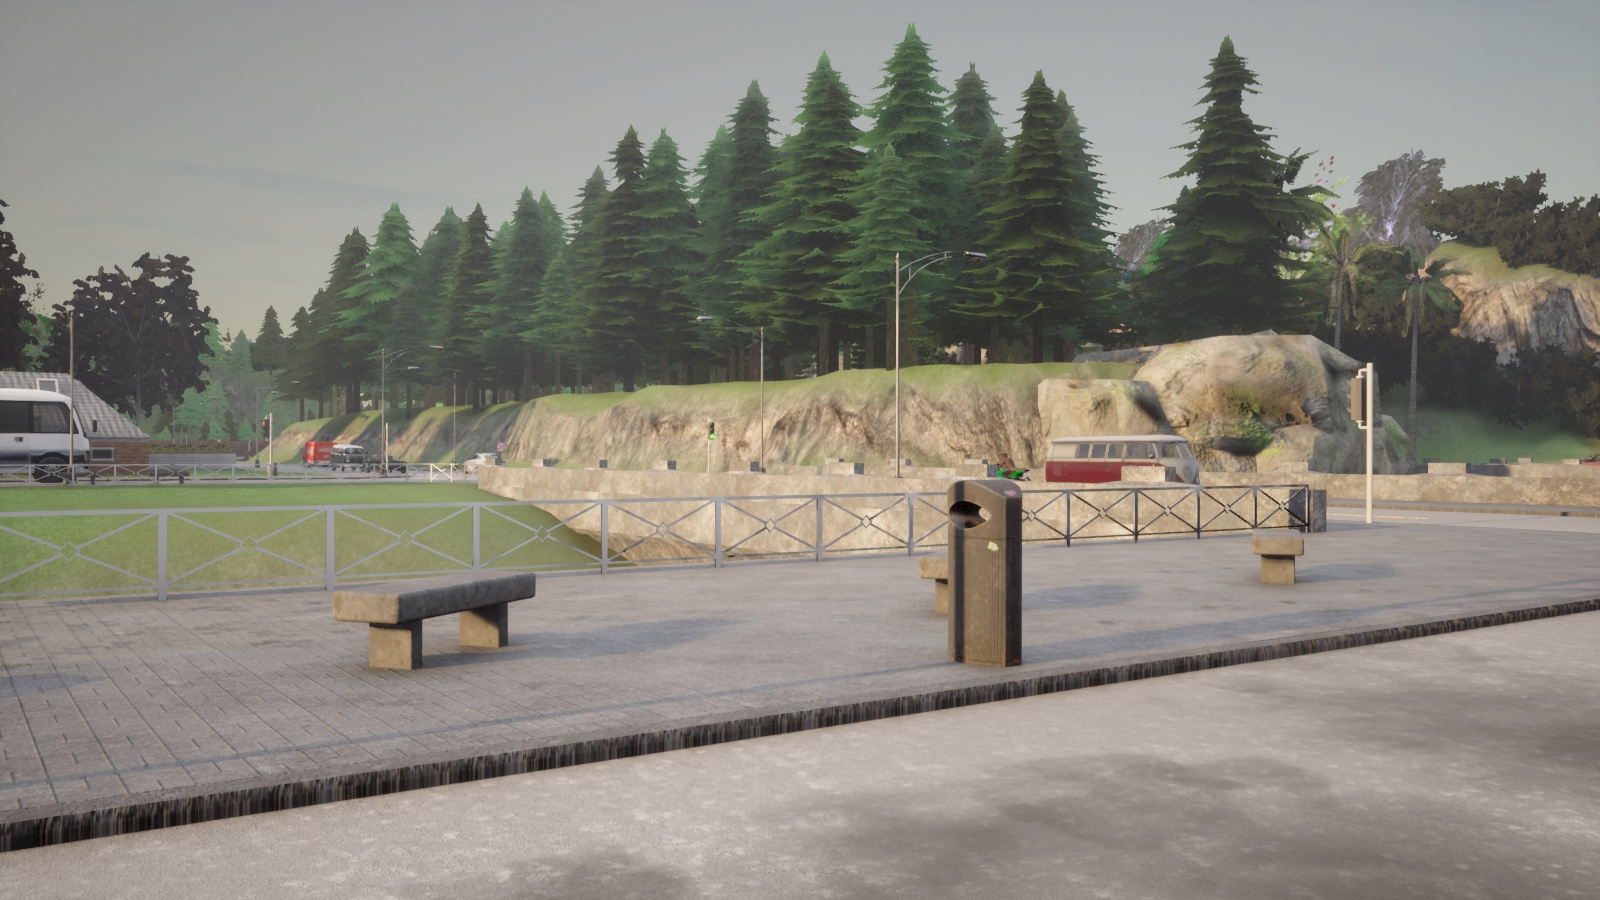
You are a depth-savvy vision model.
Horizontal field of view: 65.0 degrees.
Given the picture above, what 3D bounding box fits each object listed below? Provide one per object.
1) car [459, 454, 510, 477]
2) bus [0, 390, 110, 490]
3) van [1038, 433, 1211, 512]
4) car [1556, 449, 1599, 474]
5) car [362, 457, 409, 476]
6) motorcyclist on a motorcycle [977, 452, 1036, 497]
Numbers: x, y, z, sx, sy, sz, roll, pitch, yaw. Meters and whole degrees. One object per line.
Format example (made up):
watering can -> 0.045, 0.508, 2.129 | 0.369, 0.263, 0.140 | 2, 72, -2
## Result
car -> -21.066, 1.020, 83.641 | 1.812, 1.442, 4.674 | 0, 0, -34
bus -> -35.954, -0.422, 54.361 | 10.273, 4.253, 3.944 | 0, 0, -35
van -> 8.667, 0.562, 33.875 | 1.775, 1.987, 4.442 | 0, 0, -35
car -> 51.079, 0.732, 80.601 | 1.851, 1.617, 3.988 | 0, 0, -35
car -> -29.154, 1.123, 88.243 | 1.895, 1.301, 4.718 | 0, 0, -35
motorcyclist on a motorcycle -> 7.071, 0.818, 43.174 | 0.797, 1.523, 2.044 | 0, 0, -35
